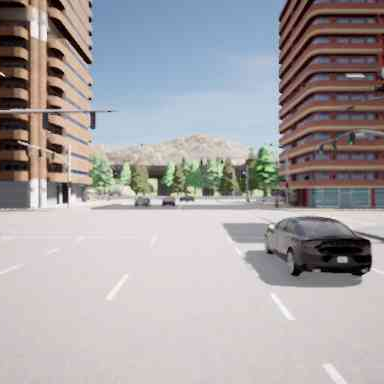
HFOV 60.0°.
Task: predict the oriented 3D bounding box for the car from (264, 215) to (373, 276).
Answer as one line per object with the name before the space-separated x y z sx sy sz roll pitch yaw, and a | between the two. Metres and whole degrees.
car | 3.571 1.461 10.343 1.882 1.535 5.008 0 0 0

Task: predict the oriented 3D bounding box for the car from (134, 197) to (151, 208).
car | -7.066 1.411 47.772 2.128 1.511 4.902 0 0 0

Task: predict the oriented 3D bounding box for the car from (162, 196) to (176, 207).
car | -3.546 1.394 51.096 1.882 1.535 5.008 0 0 0

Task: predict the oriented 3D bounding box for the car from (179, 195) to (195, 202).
car | -1.087 1.378 72.343 2.128 1.511 4.902 0 0 -27
